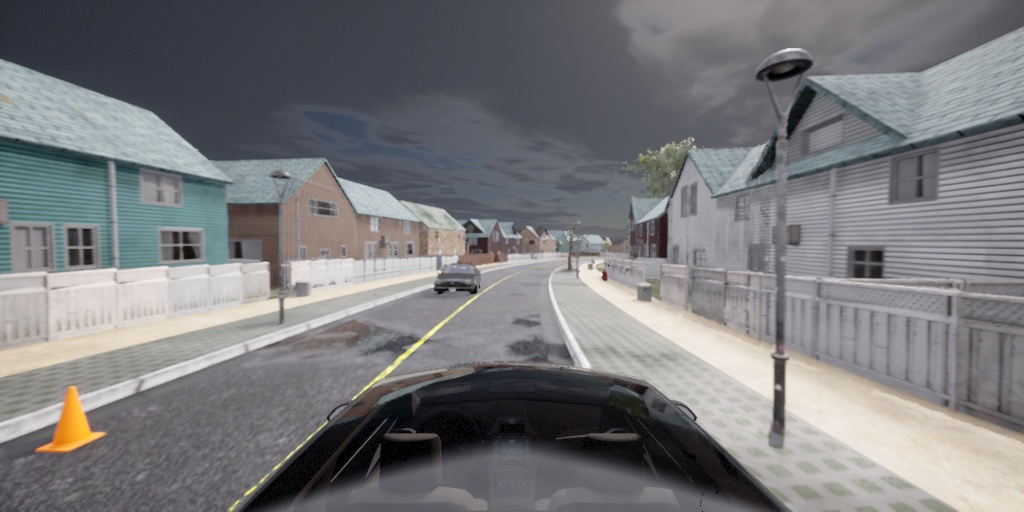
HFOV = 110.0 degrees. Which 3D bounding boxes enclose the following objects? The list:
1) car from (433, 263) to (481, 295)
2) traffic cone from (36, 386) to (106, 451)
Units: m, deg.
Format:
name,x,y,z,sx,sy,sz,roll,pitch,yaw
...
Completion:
name,x,y,z,sx,sy,sz,roll,pitch,yaw
car,-2.608,1.070,18.227,2.033,1.411,5.357,0,1,-1
traffic cone,-4.620,1.668,3.771,0.340,0.580,0.340,0,0,1
